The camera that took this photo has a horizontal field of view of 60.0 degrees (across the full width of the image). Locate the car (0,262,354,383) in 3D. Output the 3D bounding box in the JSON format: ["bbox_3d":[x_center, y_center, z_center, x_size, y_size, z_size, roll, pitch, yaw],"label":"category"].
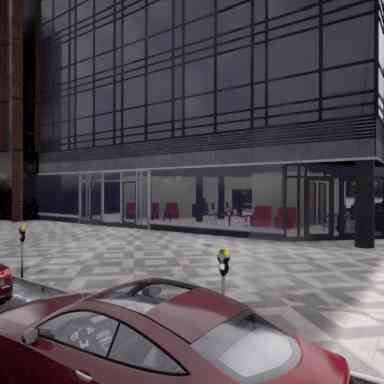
[{"bbox_3d":[-0.593,1.582,3.377,4.206,1.307,1.802,0,0,35],"label":"car"}]
